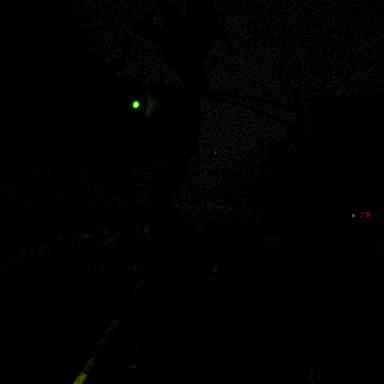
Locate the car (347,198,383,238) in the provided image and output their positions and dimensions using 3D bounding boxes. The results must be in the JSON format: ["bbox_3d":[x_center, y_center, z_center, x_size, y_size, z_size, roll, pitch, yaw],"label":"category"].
[{"bbox_3d":[11.448,1.358,18.097,5.566,2.045,2.150,0,-2,0],"label":"car"}]
